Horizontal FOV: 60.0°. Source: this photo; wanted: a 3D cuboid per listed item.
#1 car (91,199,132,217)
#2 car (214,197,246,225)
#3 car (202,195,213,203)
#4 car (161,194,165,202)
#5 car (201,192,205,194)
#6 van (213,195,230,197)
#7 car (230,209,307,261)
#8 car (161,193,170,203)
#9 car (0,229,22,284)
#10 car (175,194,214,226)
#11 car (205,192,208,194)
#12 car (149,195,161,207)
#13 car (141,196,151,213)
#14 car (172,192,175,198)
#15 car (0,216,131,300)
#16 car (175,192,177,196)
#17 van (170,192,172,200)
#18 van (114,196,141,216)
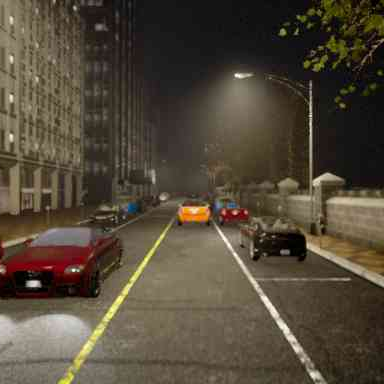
[{"bbox_3d":[-5.790,1.464,23.263,2.008,1.369,4.403,0,0,0],"label":"car"},{"bbox_3d":[2.735,1.354,22.985,1.967,1.590,4.097,0,0,0],"label":"car"},{"bbox_3d":[2.798,1.307,61.906,1.802,1.307,4.206,0,0,0],"label":"car"},{"bbox_3d":[-5.745,1.349,51.066,1.947,1.339,4.313,0,0,0],"label":"car"},{"bbox_3d":[0.168,1.185,41.035,2.097,1.767,4.553,0,0,0],"label":"car"},{"bbox_3d":[2.745,1.232,28.544,1.690,1.788,3.998,0,0,0],"label":"van"},{"bbox_3d":[2.716,1.508,11.865,2.008,1.369,4.403,0,0,0],"label":"car"},{"bbox_3d":[-5.591,1.250,62.016,1.752,1.417,4.829,0,0,0],"label":"car"},{"bbox_3d":[-5.816,1.291,6.581,2.192,1.841,5.009,0,0,0],"label":"car"},{"bbox_3d":[0.138,1.265,22.869,2.097,1.767,4.553,0,0,0],"label":"car"},{"bbox_3d":[2.754,1.181,34.103,2.192,1.841,5.009,0,0,0],"label":"car"},{"bbox_3d":[-5.753,1.252,45.506,1.967,1.590,4.097,0,0,0],"label":"car"},{"bbox_3d":[-5.772,1.431,34.385,1.947,1.339,4.313,0,0,0],"label":"car"},{"bbox_3d":[-5.533,1.228,73.288,1.947,1.339,4.313,1,0,1],"label":"car"},{"bbox_3d":[-2.986,1.534,8.260,1.994,1.385,4.181,0,0,0],"label":"car"},{"bbox_3d":[-5.147,0.877,89.355,2.192,1.841,5.009,1,0,2],"label":"car"},{"bbox_3d":[-5.571,1.035,67.745,1.690,1.788,3.998,0,0,0],"label":"van"},{"bbox_3d":[-5.780,1.231,28.823,1.690,1.788,3.998,0,0,0],"label":"van"}]
